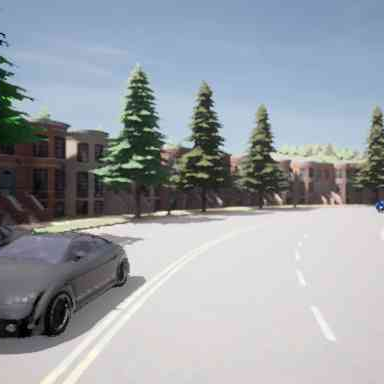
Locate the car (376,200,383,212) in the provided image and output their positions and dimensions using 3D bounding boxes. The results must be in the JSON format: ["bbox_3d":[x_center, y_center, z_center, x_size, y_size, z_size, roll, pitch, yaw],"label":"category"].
[{"bbox_3d":[22.811,1.521,37.311,5.008,1.535,1.882,0,0,-27],"label":"car"}]

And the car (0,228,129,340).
[{"bbox_3d":[-2.782,1.509,6.550,1.994,1.385,4.181,1,0,10],"label":"car"}]

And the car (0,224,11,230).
[{"bbox_3d":[-6.137,1.454,8.327,2.033,1.411,5.357,1,0,11],"label":"car"}]
